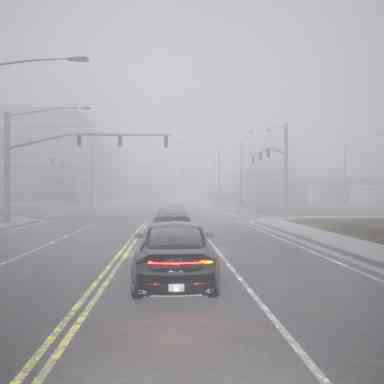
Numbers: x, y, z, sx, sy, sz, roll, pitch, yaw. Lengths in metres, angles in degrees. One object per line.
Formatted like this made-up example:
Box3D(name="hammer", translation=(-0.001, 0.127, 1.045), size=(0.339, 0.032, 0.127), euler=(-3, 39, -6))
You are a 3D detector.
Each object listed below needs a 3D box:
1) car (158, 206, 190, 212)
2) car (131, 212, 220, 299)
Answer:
Box3D(name="car", translation=(-1.079, 1.478, 17.976), size=(1.882, 1.535, 5.008), euler=(0, 0, -4))
Box3D(name="car", translation=(-0.442, 1.505, 8.503), size=(1.837, 1.490, 4.892), euler=(0, 0, -4))
